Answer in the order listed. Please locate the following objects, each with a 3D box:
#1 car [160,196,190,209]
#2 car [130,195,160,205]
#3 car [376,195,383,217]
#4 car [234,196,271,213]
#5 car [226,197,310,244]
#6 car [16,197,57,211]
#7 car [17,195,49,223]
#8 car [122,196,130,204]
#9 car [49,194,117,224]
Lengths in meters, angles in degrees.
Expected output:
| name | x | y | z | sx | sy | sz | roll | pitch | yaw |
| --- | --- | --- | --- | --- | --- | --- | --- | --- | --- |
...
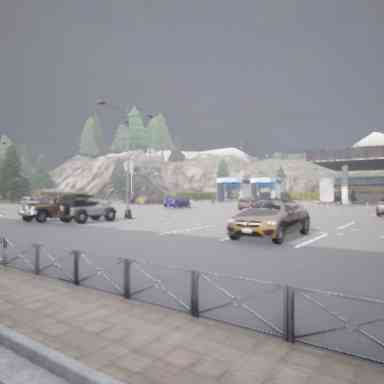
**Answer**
| name | x | y | z | sx | sy | sz | roll | pitch | yaw |
| --- | --- | --- | --- | --- | --- | --- | --- | --- | --- |
| car | -1.735 | 1.266 | 40.445 | 1.845 | 1.501 | 3.633 | 0 | 0 | 35 |
| car | -6.942 | 1.252 | 53.564 | 2.152 | 1.636 | 5.027 | 0 | 0 | 35 |
| car | 16.123 | 1.074 | 26.820 | 1.932 | 1.855 | 4.605 | 0 | 0 | 35 |
| car | 6.384 | 1.258 | 34.620 | 2.007 | 1.523 | 4.514 | 0 | 0 | 35 |
| car | 3.491 | 1.146 | 14.473 | 2.152 | 1.636 | 5.027 | 0 | 0 | 35 |
| car | -17.879 | 1.326 | 38.438 | 1.970 | 1.475 | 3.806 | 0 | 0 | 35 |
| car | -9.543 | 1.069 | 23.235 | 1.932 | 1.855 | 4.605 | 0 | 0 | 35 |
| car | -9.528 | 1.257 | 55.339 | 2.007 | 1.523 | 4.514 | 0 | 0 | 35 |
| car | -6.936 | 1.052 | 21.887 | 1.905 | 1.878 | 3.866 | 0 | 0 | 35 |
